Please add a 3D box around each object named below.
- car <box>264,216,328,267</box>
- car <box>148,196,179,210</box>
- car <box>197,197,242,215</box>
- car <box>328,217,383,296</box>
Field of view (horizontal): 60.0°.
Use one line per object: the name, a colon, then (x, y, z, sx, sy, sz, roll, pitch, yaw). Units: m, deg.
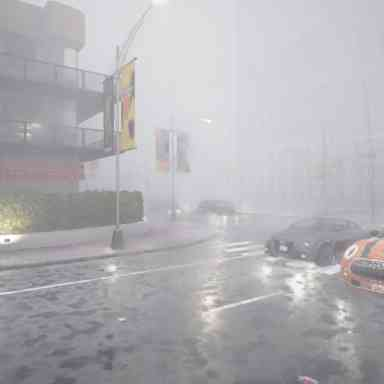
car: (4.453, 1.564, 11.465, 4.181, 1.385, 1.994, 0, 0, -35)
car: (-3.354, 1.564, 42.093, 1.994, 1.385, 4.181, 0, 0, -35)
car: (2.421, 1.505, 33.824, 1.837, 1.490, 4.892, 0, 0, -35)
car: (5.596, 1.352, 7.982, 4.553, 1.767, 2.097, 0, 0, -35)
